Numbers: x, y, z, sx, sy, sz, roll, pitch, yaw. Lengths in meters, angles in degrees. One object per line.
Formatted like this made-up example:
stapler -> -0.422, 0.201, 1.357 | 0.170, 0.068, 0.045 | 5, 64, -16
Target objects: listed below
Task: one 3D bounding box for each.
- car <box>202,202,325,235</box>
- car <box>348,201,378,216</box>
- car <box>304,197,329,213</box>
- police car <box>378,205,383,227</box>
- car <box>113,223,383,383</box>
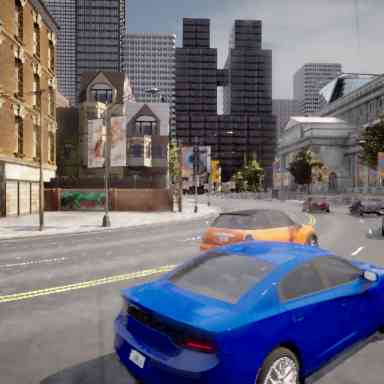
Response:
car -> 2.319, 1.344, 10.794 | 2.097, 1.767, 4.553 | 0, 0, 43
car -> 16.590, 1.533, 31.926 | 2.033, 1.411, 5.357 | 0, 0, 12
car -> 13.818, 1.332, 37.361 | 2.097, 1.767, 4.553 | 0, 0, 8
police car -> 11.395, 1.418, 18.077 | 1.930, 1.638, 5.238 | 0, 0, 29
car -> 1.347, 1.475, 4.872 | 5.008, 1.535, 1.882 | 0, 0, -40
